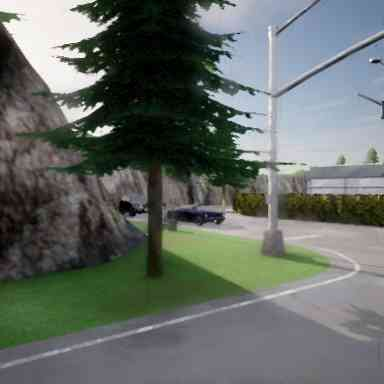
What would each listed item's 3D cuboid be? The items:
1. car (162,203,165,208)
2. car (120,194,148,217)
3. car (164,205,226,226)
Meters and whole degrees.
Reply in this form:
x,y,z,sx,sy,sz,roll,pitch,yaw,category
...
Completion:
x,y,z,sx,sy,sz,roll,pitch,yaw,category
-5.345,1.602,41.713,1.895,1.301,4.718,0,0,28,car
-5.252,1.221,31.661,2.150,2.045,5.566,0,0,-27,car
0.261,1.606,23.500,1.895,1.301,4.718,0,0,-35,car
